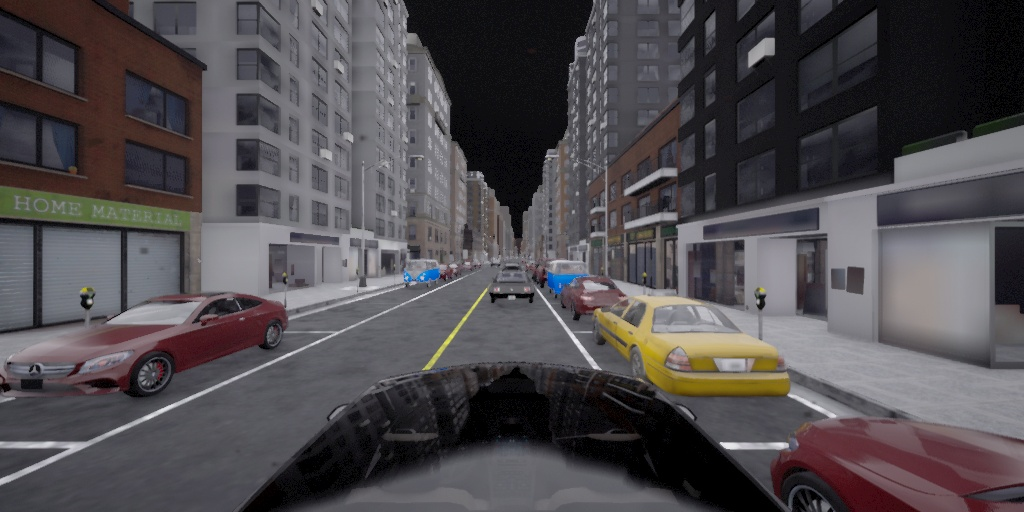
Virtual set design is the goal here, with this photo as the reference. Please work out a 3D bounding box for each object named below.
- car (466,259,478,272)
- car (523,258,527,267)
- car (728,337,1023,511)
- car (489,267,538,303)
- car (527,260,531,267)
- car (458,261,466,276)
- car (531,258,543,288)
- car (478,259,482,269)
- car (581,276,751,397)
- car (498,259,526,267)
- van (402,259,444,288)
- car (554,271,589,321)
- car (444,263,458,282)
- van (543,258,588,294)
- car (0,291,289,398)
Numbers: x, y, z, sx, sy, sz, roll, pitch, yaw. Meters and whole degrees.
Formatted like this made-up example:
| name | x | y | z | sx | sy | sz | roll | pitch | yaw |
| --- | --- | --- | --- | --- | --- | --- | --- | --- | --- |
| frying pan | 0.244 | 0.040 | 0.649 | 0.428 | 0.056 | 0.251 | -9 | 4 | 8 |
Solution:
| name | x | y | z | sx | sy | sz | roll | pitch | yaw |
| --- | --- | --- | --- | --- | --- | --- | --- | --- | --- |
| car | -5.858 | 1.350 | 46.047 | 1.802 | 1.307 | 4.207 | 0 | 0 | 0 |
| car | 2.668 | 1.208 | 46.039 | 1.967 | 1.591 | 4.097 | 0 | 0 | 0 |
| car | 2.668 | 1.330 | 0.792 | 1.802 | 1.307 | 4.207 | 0 | 0 | 0 |
| car | 0.000 | 1.364 | 16.530 | 1.895 | 1.301 | 4.718 | 0 | 0 | 0 |
| car | 2.668 | 1.059 | 29.075 | 2.192 | 1.841 | 5.009 | 0 | 0 | 0 |
| car | -5.858 | 1.328 | 34.742 | 1.802 | 1.307 | 4.207 | 0 | 0 | 0 |
| car | 2.668 | 1.060 | 23.419 | 2.192 | 1.841 | 5.009 | 0 | 0 | 0 |
| car | -5.858 | 1.236 | 57.357 | 1.967 | 1.591 | 4.097 | 0 | 0 | 0 |
| car | 2.668 | 1.273 | 6.619 | 1.751 | 1.417 | 4.829 | 0 | 0 | 0 |
| car | 0.000 | 1.262 | 31.500 | 1.837 | 1.490 | 4.892 | 0 | 0 | 0 |
| van | -5.857 | 1.086 | 23.433 | 1.690 | 1.789 | 3.998 | 0 | 0 | 0 |
| car | 2.668 | 1.329 | 12.106 | 1.802 | 1.307 | 4.207 | 0 | 0 | 0 |
| car | -5.857 | 1.289 | 29.088 | 1.888 | 1.381 | 4.507 | 0 | 0 | 0 |
| van | 2.668 | 1.087 | 17.762 | 1.690 | 1.789 | 3.998 | 0 | 0 | 0 |
| car | -5.858 | 1.329 | 6.468 | 1.802 | 1.307 | 4.207 | 0 | 0 | 0 |
